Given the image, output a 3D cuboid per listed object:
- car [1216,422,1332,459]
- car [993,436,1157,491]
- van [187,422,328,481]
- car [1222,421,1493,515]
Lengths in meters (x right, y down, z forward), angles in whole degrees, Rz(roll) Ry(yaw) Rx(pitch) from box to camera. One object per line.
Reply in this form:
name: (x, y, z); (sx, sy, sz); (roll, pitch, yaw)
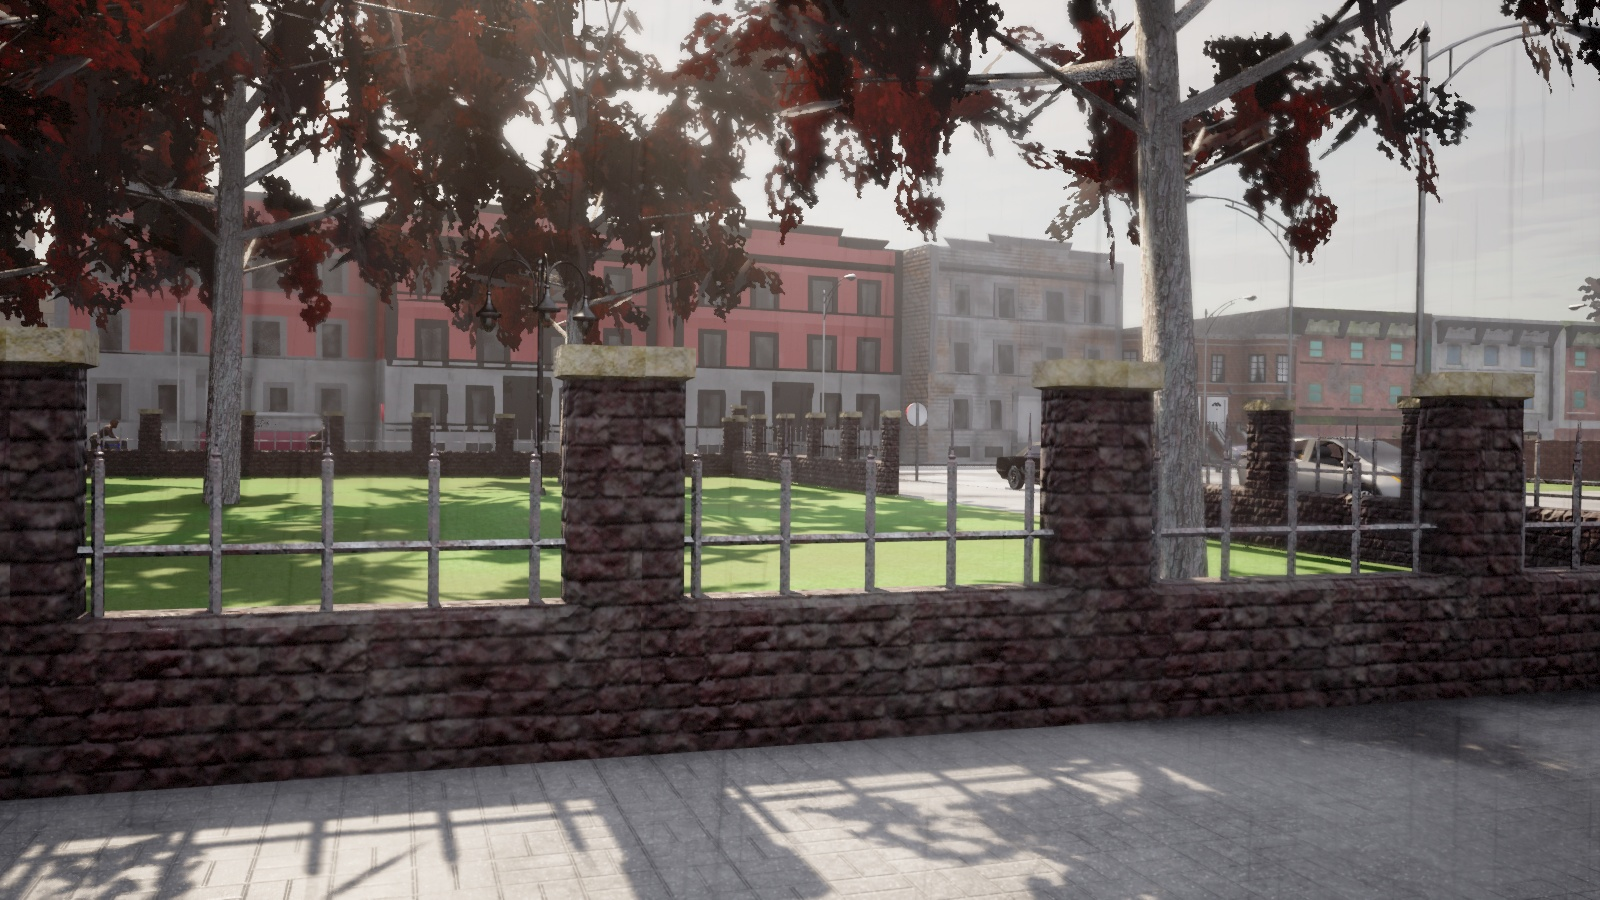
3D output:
car: (22.012, -0.459, 58.345); (4.856, 1.649, 2.033); (-1, 1, -18)
car: (6.994, 0.294, 32.525); (1.895, 1.301, 4.718); (-1, 1, -20)
van: (-19.319, 0.028, 44.938); (4.442, 1.987, 1.775); (-1, 1, -18)
car: (10.067, 0.260, 23.108); (2.007, 1.525, 4.514); (-1, 1, -20)
